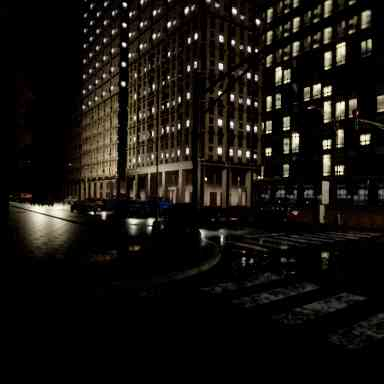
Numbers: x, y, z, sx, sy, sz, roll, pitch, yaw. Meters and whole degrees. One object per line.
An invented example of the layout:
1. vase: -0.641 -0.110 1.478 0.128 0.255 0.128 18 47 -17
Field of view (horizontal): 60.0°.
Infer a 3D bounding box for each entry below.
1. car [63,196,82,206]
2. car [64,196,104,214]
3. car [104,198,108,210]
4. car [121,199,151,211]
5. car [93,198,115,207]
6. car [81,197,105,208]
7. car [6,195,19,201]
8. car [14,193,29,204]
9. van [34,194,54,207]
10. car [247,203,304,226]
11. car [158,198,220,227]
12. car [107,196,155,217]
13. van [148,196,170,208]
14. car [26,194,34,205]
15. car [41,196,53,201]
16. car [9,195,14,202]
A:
1. car: -20.350 1.486 56.334 1.812 1.442 4.674 1 -1 -35
2. car: -10.779 1.427 32.959 2.008 1.369 4.403 1 -1 -35
3. car: -11.748 1.468 38.833 2.033 1.411 5.357 1 -1 -35
4. car: -7.202 1.585 42.409 2.008 1.369 4.403 1 -1 -35
5. car: -13.728 1.587 51.631 1.947 1.339 4.313 1 -1 -35
6. car: -14.360 1.477 47.961 1.837 1.490 4.892 1 -1 -35
7. car: -40.144 1.378 74.456 2.008 1.369 4.403 1 -1 -35
8. car: -30.352 1.155 60.626 2.192 1.841 5.009 1 -1 -35
9. van: -20.564 1.197 46.793 1.690 1.788 3.998 1 -1 -35
10. car: 5.852 1.505 23.967 1.967 1.590 4.097 1 -1 -35
11. car: -0.154 1.425 22.425 1.882 1.535 5.008 1 -1 -36
12. car: -5.602 1.412 30.128 1.882 1.535 5.008 1 -1 -35
13. van: -3.935 1.382 37.800 1.690 1.788 3.998 1 -1 -35
14. car: -23.831 1.432 51.402 1.802 1.307 4.206 1 -1 -35
15. car: -36.569 1.571 83.906 1.802 1.307 4.206 1 -1 -35
16. car: -36.882 1.397 69.846 1.947 1.339 4.313 1 -1 -35
